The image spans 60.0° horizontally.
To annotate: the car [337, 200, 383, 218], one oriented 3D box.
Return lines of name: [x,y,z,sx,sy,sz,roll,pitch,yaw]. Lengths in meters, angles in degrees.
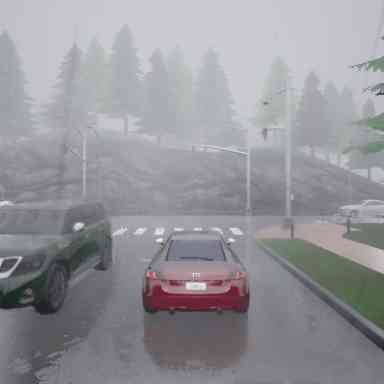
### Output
car: [14.374,1.363,27.170,4.674,1.442,1.812,0,0,0]

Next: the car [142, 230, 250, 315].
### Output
car: [0.084,1.564,7.648,1.994,1.385,4.181,0,0,0]

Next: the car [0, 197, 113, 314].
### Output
car: [-3.514,1.221,7.998,2.150,2.045,5.566,0,0,2]
